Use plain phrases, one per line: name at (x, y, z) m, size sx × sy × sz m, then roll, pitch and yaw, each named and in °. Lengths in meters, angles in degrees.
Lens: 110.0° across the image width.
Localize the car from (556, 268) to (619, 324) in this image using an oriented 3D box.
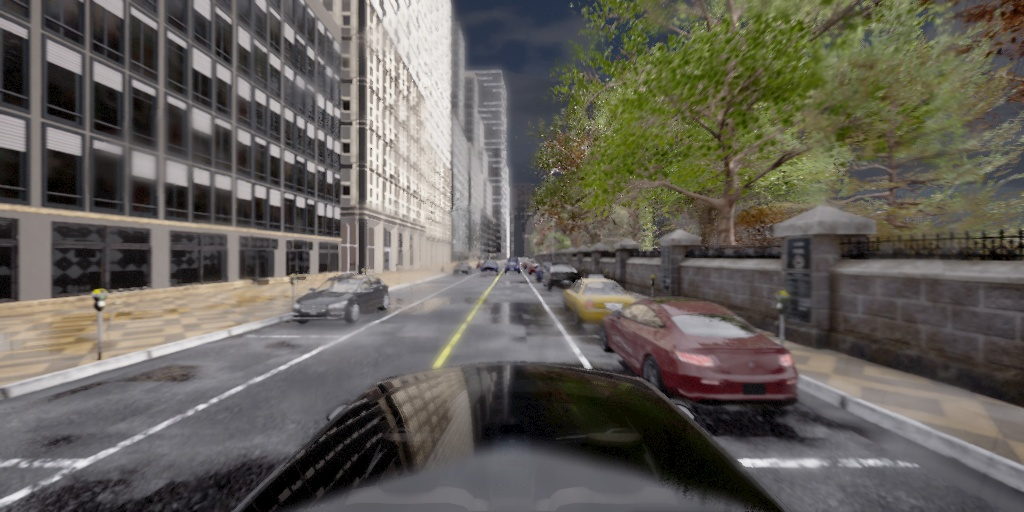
car at (2.712, 1.298, 11.881) m, size 1.751 × 1.417 × 4.829 m, roll 0°, pitch 0°, yaw 0°

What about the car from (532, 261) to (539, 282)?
car at (2.991, 1.166, 29.336) m, size 2.097 × 1.767 × 4.553 m, roll 0°, pitch 0°, yaw 0°

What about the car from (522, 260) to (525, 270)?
car at (2.721, 1.404, 45.473) m, size 2.007 × 1.370 × 4.403 m, roll 0°, pitch 0°, yaw 0°

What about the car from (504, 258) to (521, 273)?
car at (0.059, 1.378, 44.933) m, size 1.812 × 1.442 × 4.674 m, roll 0°, pitch 0°, yaw 1°

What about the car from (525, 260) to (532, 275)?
car at (2.714, 1.384, 39.840) m, size 1.888 × 1.381 × 4.507 m, roll 0°, pitch 0°, yaw 0°

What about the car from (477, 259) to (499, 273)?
car at (-2.812, 1.203, 45.447) m, size 2.097 × 1.767 × 4.553 m, roll 0°, pitch 0°, yaw 0°

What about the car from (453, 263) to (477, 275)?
car at (-5.456, 1.405, 40.146) m, size 1.948 × 1.339 × 4.313 m, roll 0°, pitch 0°, yaw 0°

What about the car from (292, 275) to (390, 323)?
car at (-5.459, 1.323, 12.008) m, size 2.007 × 1.370 × 4.403 m, roll 0°, pitch 0°, yaw 0°

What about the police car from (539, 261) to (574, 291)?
police car at (3.011, 1.222, 22.475) m, size 1.930 × 1.638 × 5.238 m, roll 0°, pitch 0°, yaw 0°

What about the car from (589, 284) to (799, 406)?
car at (2.711, 1.342, 6.086) m, size 1.802 × 1.307 × 4.207 m, roll 0°, pitch 0°, yaw 0°
